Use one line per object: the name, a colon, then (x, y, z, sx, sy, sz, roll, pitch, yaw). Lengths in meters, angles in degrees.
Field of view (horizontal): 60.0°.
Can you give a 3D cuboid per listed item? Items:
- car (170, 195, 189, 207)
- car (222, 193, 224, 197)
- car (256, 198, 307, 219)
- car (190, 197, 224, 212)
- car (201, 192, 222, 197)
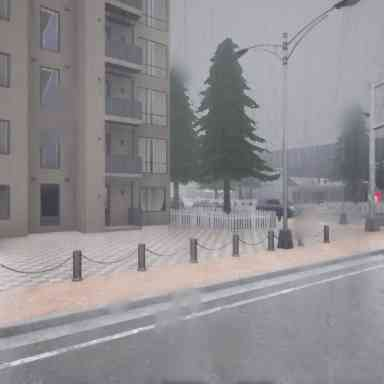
car: (-3.260, 1.563, 50.377, 2.033, 1.411, 5.357, 0, 0, -37)
car: (7.474, 1.092, 94.722, 1.905, 1.878, 3.866, 0, 0, -37)
car: (7.862, 1.367, 29.589, 2.097, 1.767, 4.553, 0, 0, -37)
car: (1.819, 1.579, 37.578, 1.994, 1.385, 4.181, 0, 0, -37)
car: (5.388, 1.113, 92.658, 1.932, 1.855, 4.605, 0, 0, -37)
